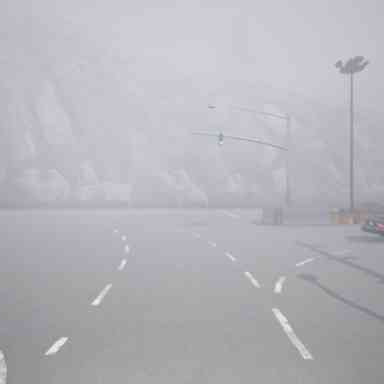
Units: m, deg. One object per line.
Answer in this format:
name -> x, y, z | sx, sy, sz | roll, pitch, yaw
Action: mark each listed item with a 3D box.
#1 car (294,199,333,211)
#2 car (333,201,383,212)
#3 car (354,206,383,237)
car -> 15.374, 1.590, 40.903 | 5.357, 1.411, 2.033 | 0, 0, -3
car -> 15.646, 1.594, 30.403 | 4.181, 1.385, 1.994 | 0, 0, -3
car -> 11.017, 1.562, 15.952 | 5.357, 1.411, 2.033 | 0, 0, -3
